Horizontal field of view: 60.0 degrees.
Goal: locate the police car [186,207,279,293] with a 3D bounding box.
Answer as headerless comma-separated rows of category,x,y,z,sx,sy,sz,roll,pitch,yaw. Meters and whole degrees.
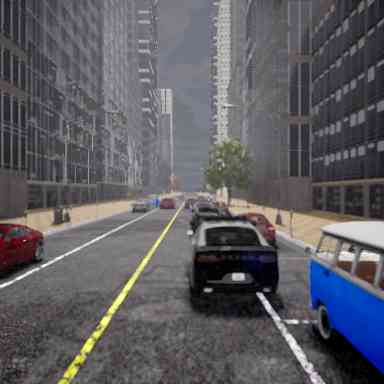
police car,0.887,1.425,8.972,1.930,1.638,5.238,0,0,0

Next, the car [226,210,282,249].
car,2.667,1.582,15.230,1.802,1.307,4.206,0,0,0

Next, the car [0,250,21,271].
car,-3.101,1.505,1.734,1.837,1.490,4.892,0,0,0

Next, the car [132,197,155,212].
car,-5.752,1.549,37.990,2.008,1.369,4.403,0,0,0

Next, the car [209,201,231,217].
car,2.639,1.581,32.308,1.802,1.307,4.206,0,0,0

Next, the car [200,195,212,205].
car,2.592,1.411,60.770,1.967,1.590,4.097,0,0,0

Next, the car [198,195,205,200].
car,2.545,1.464,89.232,1.887,1.381,4.507,0,0,0

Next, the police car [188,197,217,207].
police car,0.860,1.425,24.972,1.930,1.638,5.238,0,0,0

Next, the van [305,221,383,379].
van,2.686,1.341,3.846,1.690,1.788,3.998,0,0,0

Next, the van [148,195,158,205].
van,-5.770,1.329,49.375,1.690,1.788,3.998,0,0,0

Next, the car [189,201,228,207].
car,0.870,1.505,18.862,1.837,1.490,4.892,0,0,0

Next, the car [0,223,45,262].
car,-5.704,1.582,9.526,1.802,1.307,4.206,0,0,0

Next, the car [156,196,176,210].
car,-3.166,1.472,43.609,1.882,1.535,5.008,0,0,0

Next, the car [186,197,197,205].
car,-0.099,1.573,60.468,1.895,1.301,4.718,0,0,0

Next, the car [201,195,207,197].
car,2.610,1.539,49.385,2.008,1.369,4.403,0,0,0

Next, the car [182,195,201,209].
car,-0.064,1.517,46.441,1.812,1.442,4.674,0,0,0

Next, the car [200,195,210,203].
car,2.582,1.402,66.462,1.967,1.590,4.097,0,0,0
